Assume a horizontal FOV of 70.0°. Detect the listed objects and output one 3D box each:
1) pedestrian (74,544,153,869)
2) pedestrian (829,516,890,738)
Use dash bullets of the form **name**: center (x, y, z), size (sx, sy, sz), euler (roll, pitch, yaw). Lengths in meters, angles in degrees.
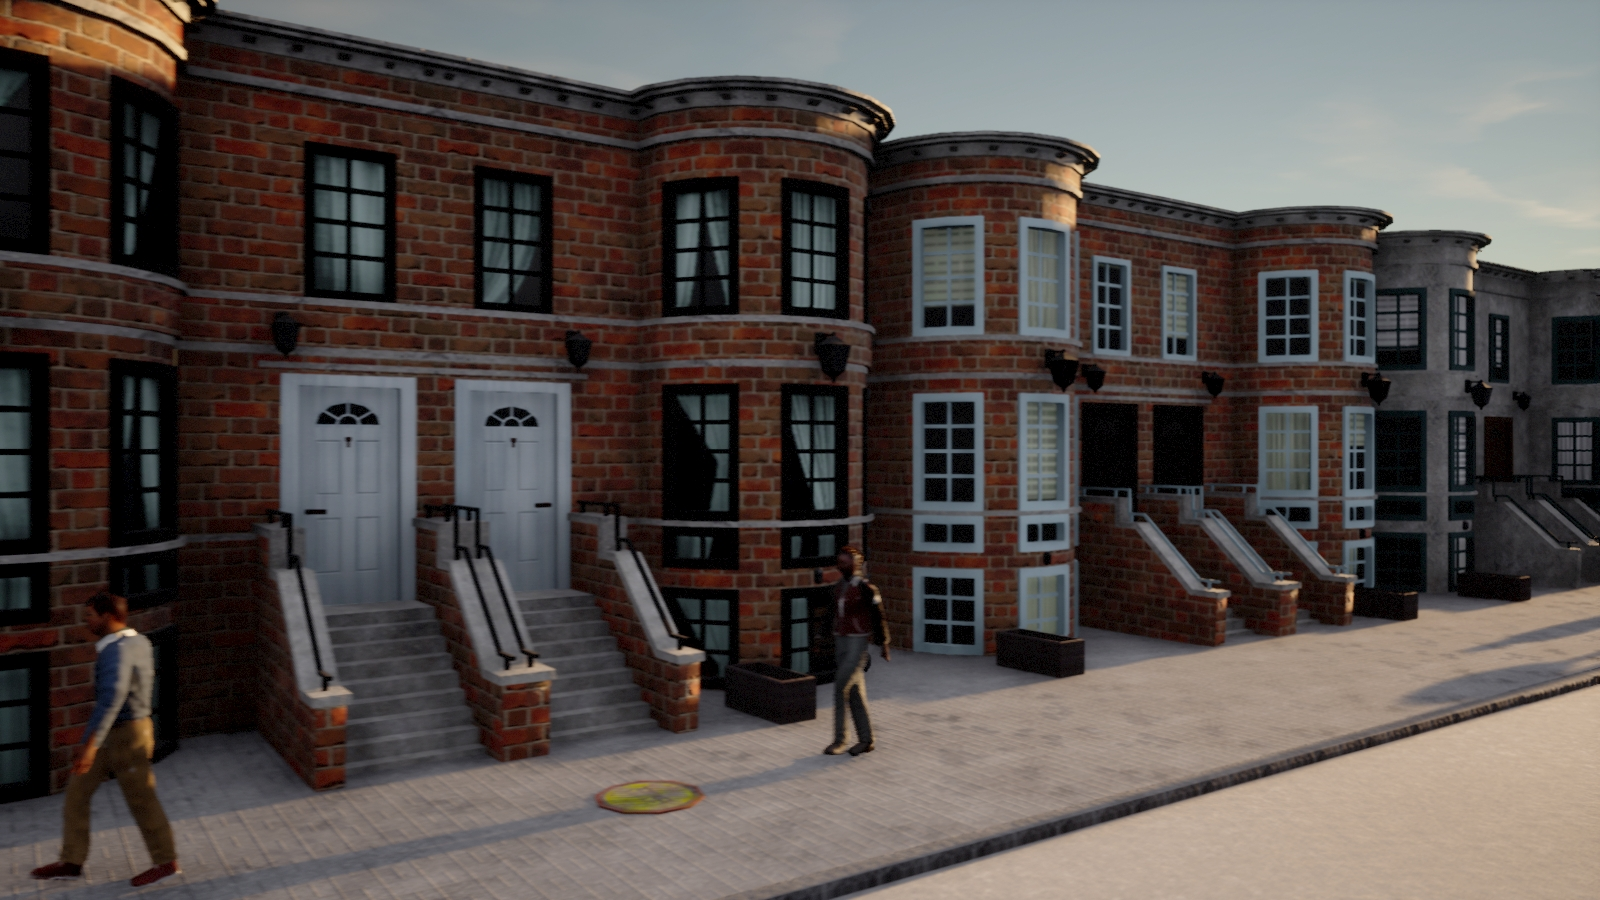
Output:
- **pedestrian**: center (-4.155, 1.522, 6.929), size (0.375, 1.860, 0.375), euler (0, 0, -26)
- **pedestrian**: center (0.520, 1.524, 10.014), size (0.375, 1.860, 0.375), euler (0, 0, -42)
